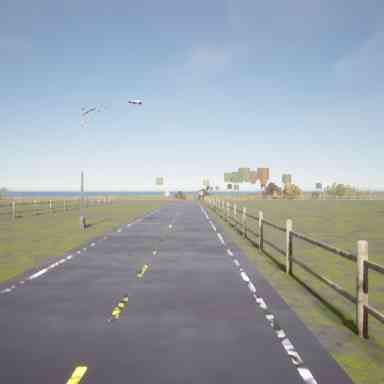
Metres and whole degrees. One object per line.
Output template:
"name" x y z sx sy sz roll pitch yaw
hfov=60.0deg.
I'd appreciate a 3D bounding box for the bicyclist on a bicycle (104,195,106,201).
"bicyclist on a bicycle" -22.508 1.469 86.075 0.582 1.620 1.656 0 0 0
